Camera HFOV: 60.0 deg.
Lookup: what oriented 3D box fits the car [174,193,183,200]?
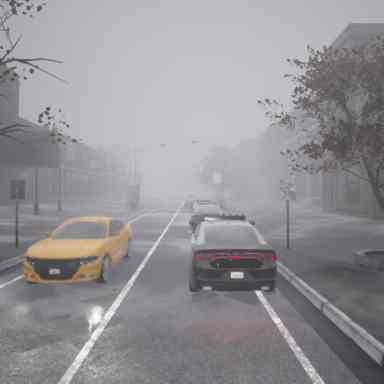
[{"bbox_3d":[-3.206,1.062,78.842,2.097,1.767,4.553,0,1,0],"label":"car"}]

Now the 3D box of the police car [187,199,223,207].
[{"bbox_3d":[0.851,1.428,19.108,1.930,1.638,5.238,0,0,0],"label":"police car"}]

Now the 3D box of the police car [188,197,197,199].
[{"bbox_3d":[0.836,1.428,25.108,1.930,1.638,5.238,0,0,0],"label":"police car"}]

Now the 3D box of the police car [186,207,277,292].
[{"bbox_3d":[0.878,1.426,9.108,1.930,1.638,5.238,0,0,0],"label":"police car"}]

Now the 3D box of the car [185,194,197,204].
[{"bbox_3d":[-0.156,1.257,59.807,2.097,1.767,4.553,0,0,0],"label":"car"}]

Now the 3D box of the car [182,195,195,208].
[{"bbox_3d":[-0.106,1.507,46.689,1.812,1.442,4.674,0,0,0],"label":"car"}]

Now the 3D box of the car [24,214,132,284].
[{"bbox_3d":[-3.024,1.479,9.798,1.882,1.535,5.008,0,0,0],"label":"car"}]
